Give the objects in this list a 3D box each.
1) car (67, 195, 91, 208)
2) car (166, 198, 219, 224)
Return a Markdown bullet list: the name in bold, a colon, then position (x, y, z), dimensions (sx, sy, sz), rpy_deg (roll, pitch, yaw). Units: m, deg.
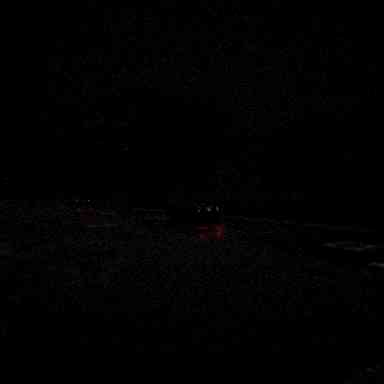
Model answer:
- **car**: position (-15.914, 1.250, 46.656), dimensions (2.097, 1.767, 4.553), rpy_deg (-2, 1, -35)
- **car**: position (-0.066, 1.228, 24.403), dimensions (2.097, 1.767, 4.553), rpy_deg (-2, 1, -35)
